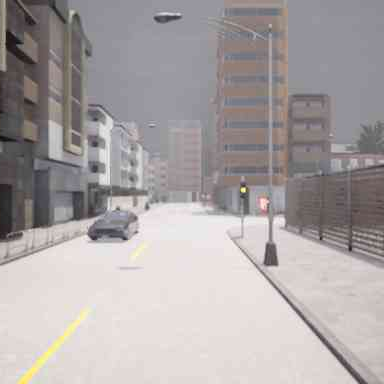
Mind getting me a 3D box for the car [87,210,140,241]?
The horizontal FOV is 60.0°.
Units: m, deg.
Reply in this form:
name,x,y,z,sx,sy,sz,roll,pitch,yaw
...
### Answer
name,x,y,z,sx,sy,sz,roll,pitch,yaw
car,-4.014,1.715,18.045,2.033,1.411,5.357,0,-1,0
